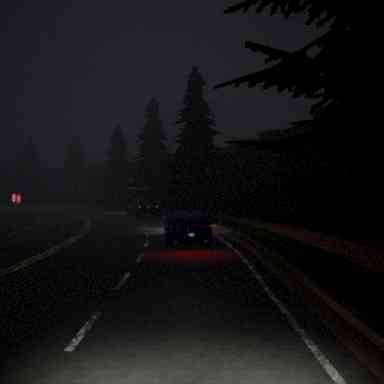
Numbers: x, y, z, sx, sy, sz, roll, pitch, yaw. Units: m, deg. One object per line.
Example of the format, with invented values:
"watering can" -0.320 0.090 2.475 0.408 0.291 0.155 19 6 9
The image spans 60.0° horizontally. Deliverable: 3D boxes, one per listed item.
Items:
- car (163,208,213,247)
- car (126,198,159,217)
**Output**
"car" -0.280 1.485 15.191 1.882 1.535 5.008 0 0 -6
"car" -4.704 1.366 31.216 2.097 1.767 4.553 0 0 -25
